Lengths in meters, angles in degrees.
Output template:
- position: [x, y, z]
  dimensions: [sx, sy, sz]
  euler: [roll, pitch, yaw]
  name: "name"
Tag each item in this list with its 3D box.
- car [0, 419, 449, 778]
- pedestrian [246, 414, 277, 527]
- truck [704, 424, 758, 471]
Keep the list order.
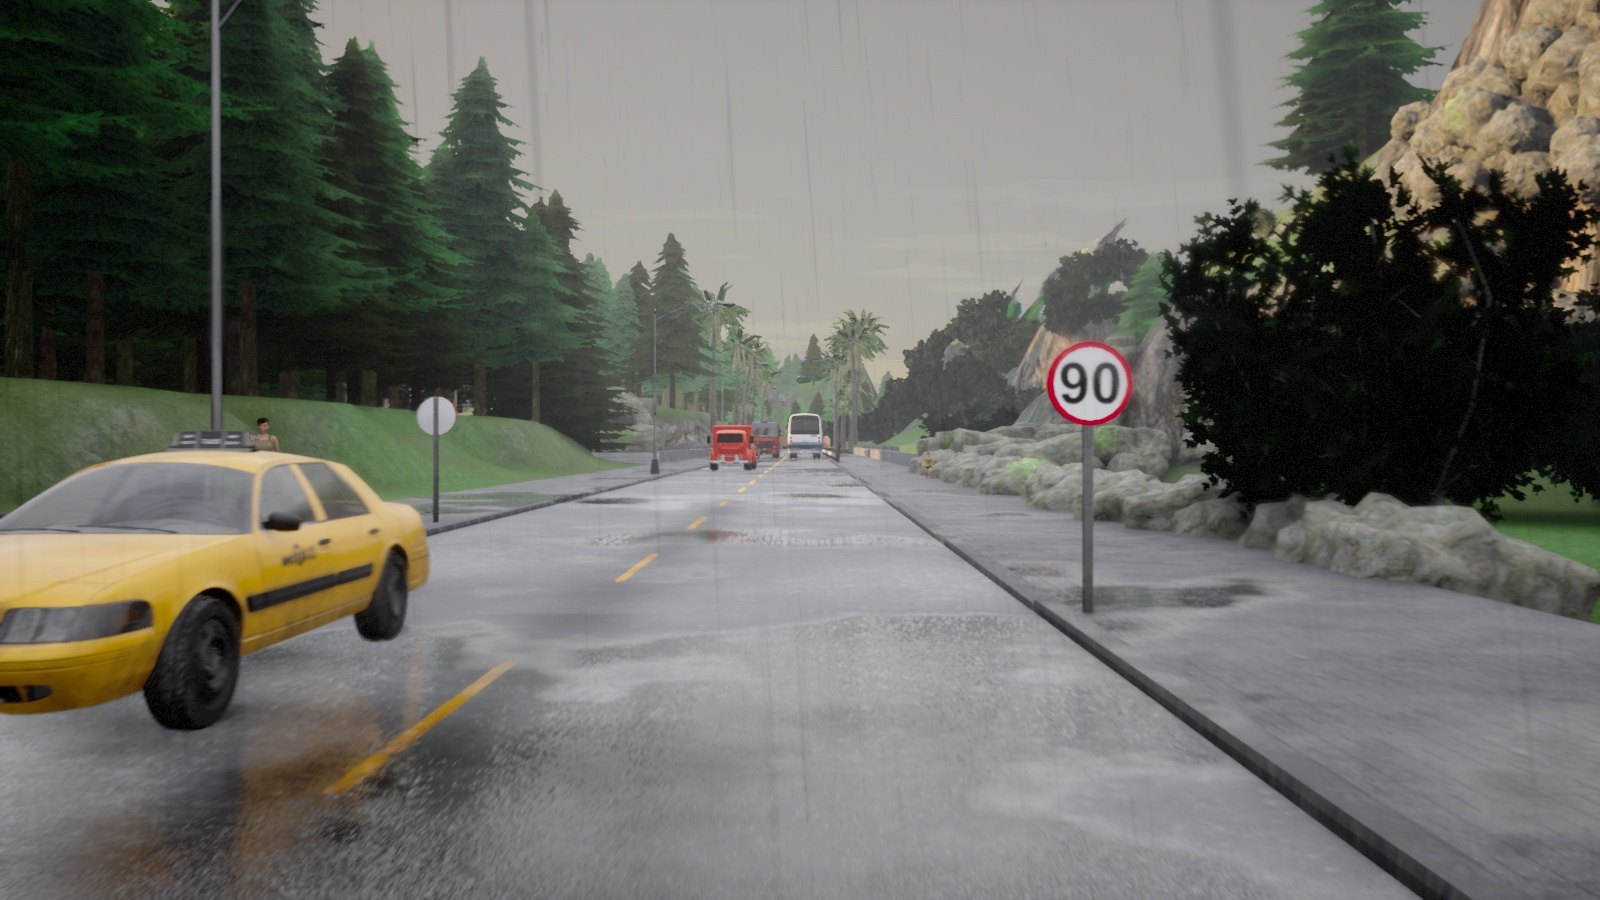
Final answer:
- position: [-3.953, 0.636, 8.200]
  dimensions: [1.801, 1.575, 5.366]
  euler: [0, 0, 0]
  name: "car"
- position: [-8.895, 0.332, 20.752]
  dimensions: [0.345, 1.836, 0.594]
  euler: [0, 0, -11]
  name: "pedestrian"
- position: [-3.702, -0.130, 68.646]
  dimensions: [2.627, 2.467, 5.204]
  euler: [0, 0, 0]
  name: "truck"
